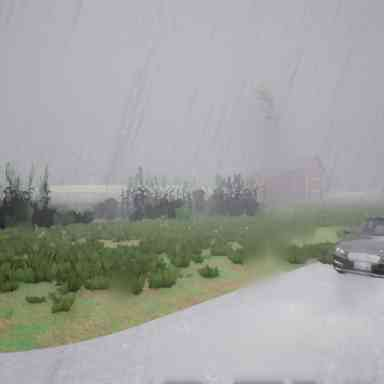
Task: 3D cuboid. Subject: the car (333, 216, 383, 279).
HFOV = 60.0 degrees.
[{"bbox_3d":[5.751,1.491,9.652,2.128,1.511,4.902,0,0,44],"label":"car"}]
